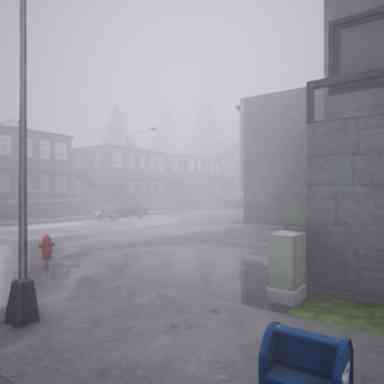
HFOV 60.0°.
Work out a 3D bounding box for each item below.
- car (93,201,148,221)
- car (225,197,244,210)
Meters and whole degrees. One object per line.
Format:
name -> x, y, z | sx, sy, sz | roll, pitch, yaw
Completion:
car -> -5.749, 1.467, 27.201 | 2.128, 1.511, 4.902 | 0, 0, 36
car -> 6.120, 1.467, 43.757 | 2.128, 1.511, 4.902 | 0, 0, 36
